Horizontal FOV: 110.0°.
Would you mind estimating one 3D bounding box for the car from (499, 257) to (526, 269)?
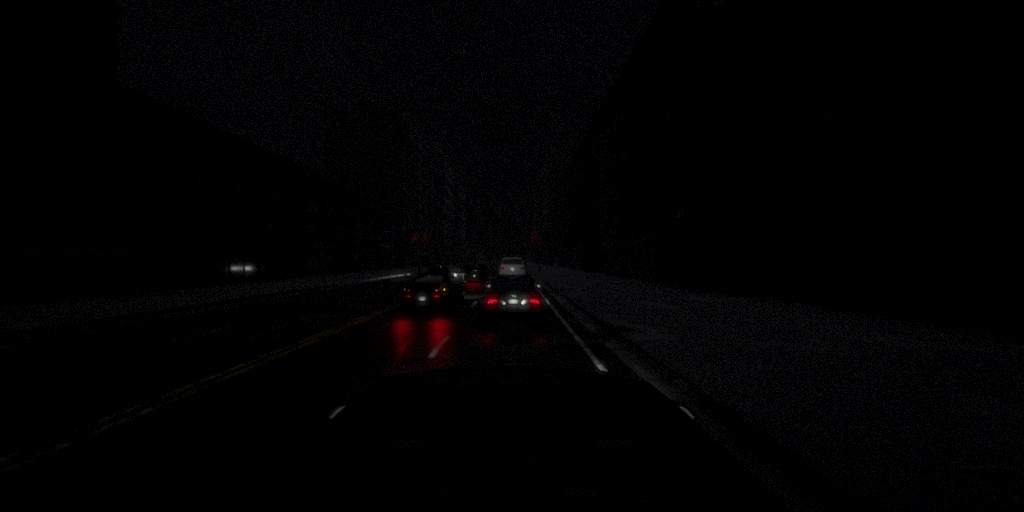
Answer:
[{"bbox_3d":[0.062,1.153,31.709,2.150,2.045,5.566,0,-1,0],"label":"car"}]

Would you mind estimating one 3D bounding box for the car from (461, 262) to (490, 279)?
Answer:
[{"bbox_3d":[-3.187,1.444,32.809,1.837,1.490,4.892,0,0,0],"label":"car"}]

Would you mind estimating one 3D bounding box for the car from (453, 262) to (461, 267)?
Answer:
[{"bbox_3d":[-6.622,1.540,47.861,1.837,1.490,4.892,0,0,0],"label":"car"}]

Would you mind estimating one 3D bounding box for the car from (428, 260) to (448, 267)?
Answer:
[{"bbox_3d":[-9.871,1.389,48.057,2.097,1.767,4.553,0,0,0],"label":"car"}]

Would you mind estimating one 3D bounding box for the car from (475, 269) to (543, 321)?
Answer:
[{"bbox_3d":[0.058,1.362,12.727,2.033,1.411,5.357,0,0,0],"label":"car"}]

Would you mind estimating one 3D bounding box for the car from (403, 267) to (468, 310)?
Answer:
[{"bbox_3d":[-3.181,1.355,15.084,1.812,1.442,4.674,0,0,0],"label":"car"}]
